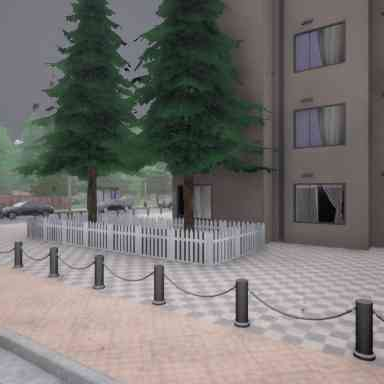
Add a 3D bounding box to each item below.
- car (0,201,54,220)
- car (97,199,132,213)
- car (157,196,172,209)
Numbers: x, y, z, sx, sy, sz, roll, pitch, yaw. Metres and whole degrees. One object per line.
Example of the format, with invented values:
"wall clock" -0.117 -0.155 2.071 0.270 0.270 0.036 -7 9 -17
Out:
"car" -14.299 1.510 28.692 1.812 1.442 4.674 0 0 37
"car" -8.710 1.476 36.154 2.128 1.511 4.902 0 0 37
"car" -2.541 1.337 44.321 2.097 1.767 4.553 0 0 37
